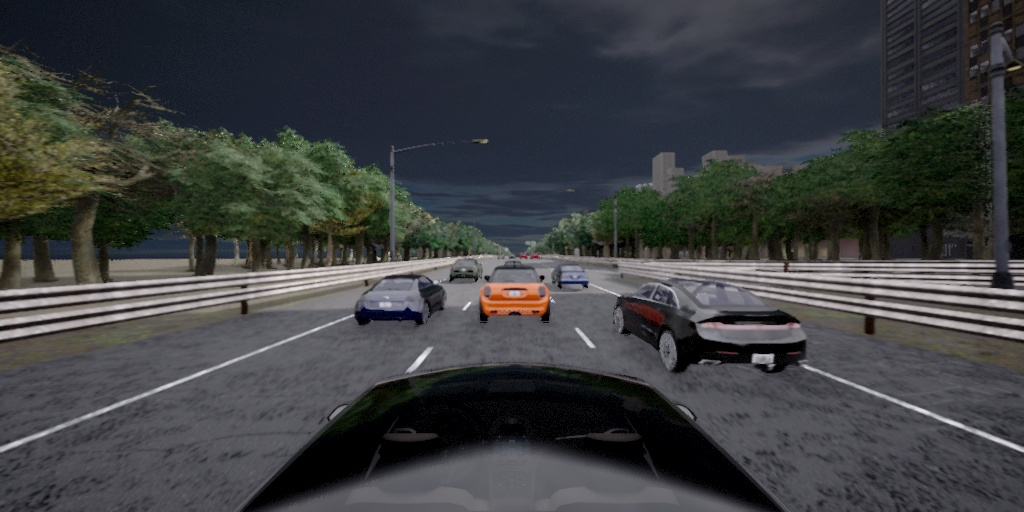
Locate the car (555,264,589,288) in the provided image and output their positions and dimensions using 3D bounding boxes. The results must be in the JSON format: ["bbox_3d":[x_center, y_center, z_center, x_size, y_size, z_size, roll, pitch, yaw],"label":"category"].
[{"bbox_3d":[3.568,1.197,22.737,2.033,1.411,5.357,0,1,0],"label":"car"}]

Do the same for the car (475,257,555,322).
[{"bbox_3d":[0.085,1.062,12.292,2.097,1.767,4.553,0,0,0],"label":"car"}]

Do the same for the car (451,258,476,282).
[{"bbox_3d":[-3.408,0.963,27.476,2.097,1.767,4.553,0,0,0],"label":"car"}]

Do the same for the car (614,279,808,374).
[{"bbox_3d":[3.562,1.221,7.484,2.128,1.511,4.902,0,0,0],"label":"car"}]

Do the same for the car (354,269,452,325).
[{"bbox_3d":[-3.416,1.276,11.700,1.994,1.385,4.181,0,0,0],"label":"car"}]
